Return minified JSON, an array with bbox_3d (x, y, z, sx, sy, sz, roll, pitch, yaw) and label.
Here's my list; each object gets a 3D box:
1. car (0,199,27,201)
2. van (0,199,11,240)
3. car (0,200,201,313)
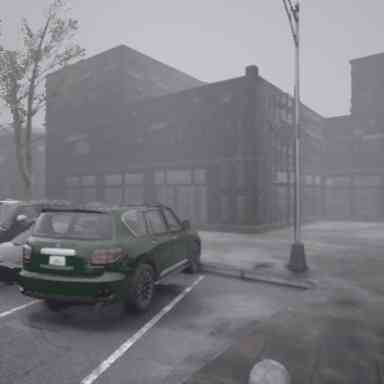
[{"bbox_3d":[-6.165,1.296,11.553,2.435,2.045,5.566,0,-1,17],"label":"car"},{"bbox_3d":[-10.861,1.346,15.252,1.878,1.987,4.442,0,-1,17],"label":"van"},{"bbox_3d":[-1.436,1.274,8.052,2.435,2.045,5.566,0,-1,17],"label":"car"}]
